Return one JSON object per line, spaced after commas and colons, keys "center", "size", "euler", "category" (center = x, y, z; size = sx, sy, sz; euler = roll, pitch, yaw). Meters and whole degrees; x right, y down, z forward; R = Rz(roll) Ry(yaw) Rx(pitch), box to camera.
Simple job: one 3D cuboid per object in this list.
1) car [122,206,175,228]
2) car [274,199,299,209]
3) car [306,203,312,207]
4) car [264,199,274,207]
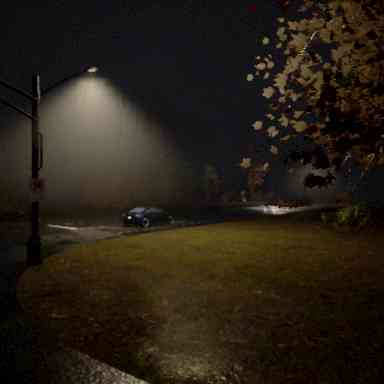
{"center": [-3.096, 1.736, 24.336], "size": [1.994, 1.385, 4.181], "euler": [1, 0, 36], "category": "car"}
{"center": [14.478, 1.723, 50.197], "size": [1.882, 1.535, 5.008], "euler": [1, 0, 33], "category": "car"}
{"center": [19.743, 1.881, 58.585], "size": [1.895, 1.301, 4.718], "euler": [1, 0, 32], "category": "car"}
{"center": [13.646, 1.830, 55.458], "size": [1.895, 1.301, 4.718], "euler": [1, 0, 32], "category": "car"}
